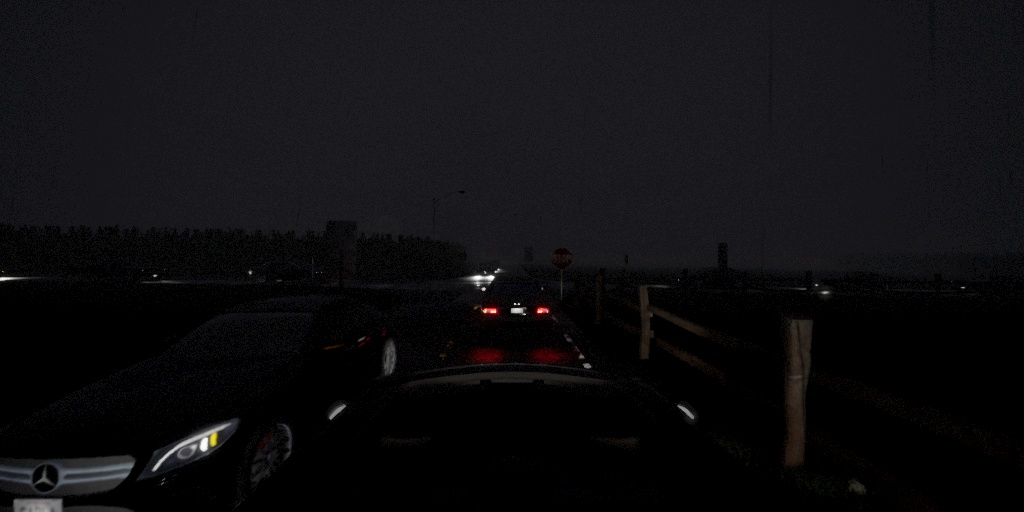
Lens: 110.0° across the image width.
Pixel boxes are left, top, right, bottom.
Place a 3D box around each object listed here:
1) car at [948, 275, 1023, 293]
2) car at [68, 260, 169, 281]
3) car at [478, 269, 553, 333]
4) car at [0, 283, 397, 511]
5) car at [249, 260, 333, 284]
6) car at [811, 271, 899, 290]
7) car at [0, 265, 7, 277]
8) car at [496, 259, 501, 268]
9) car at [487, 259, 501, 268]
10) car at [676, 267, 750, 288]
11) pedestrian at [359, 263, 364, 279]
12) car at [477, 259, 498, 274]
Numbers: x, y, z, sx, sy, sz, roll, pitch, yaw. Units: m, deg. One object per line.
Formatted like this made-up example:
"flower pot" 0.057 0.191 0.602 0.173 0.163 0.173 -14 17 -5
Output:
"car" 35.302 2.027 26.313 4.718 1.301 1.895 1 -1 0
"car" -25.173 0.919 23.082 4.718 1.301 1.895 1 -1 0
"car" 0.047 1.299 10.723 2.033 1.411 5.357 0 0 -1
"car" -2.863 1.276 4.491 1.812 1.442 4.674 0 0 0
"car" -14.071 1.007 23.000 4.902 1.511 2.128 1 -1 3
"car" 24.965 1.787 26.276 5.357 1.411 2.033 1 -1 -1
"car" -35.607 0.699 23.040 4.181 1.385 1.994 1 -1 0
"car" -2.937 1.305 50.359 2.033 1.411 5.357 0 0 0
"car" -2.942 1.250 60.488 2.128 1.511 4.902 0 0 0
"car" 14.613 1.559 26.222 4.892 1.490 1.837 1 -1 0
"pedestrian" -12.223 1.170 29.119 0.375 1.300 0.375 0 -2 0
"car" -2.919 1.357 40.514 1.895 1.301 4.718 0 0 0
